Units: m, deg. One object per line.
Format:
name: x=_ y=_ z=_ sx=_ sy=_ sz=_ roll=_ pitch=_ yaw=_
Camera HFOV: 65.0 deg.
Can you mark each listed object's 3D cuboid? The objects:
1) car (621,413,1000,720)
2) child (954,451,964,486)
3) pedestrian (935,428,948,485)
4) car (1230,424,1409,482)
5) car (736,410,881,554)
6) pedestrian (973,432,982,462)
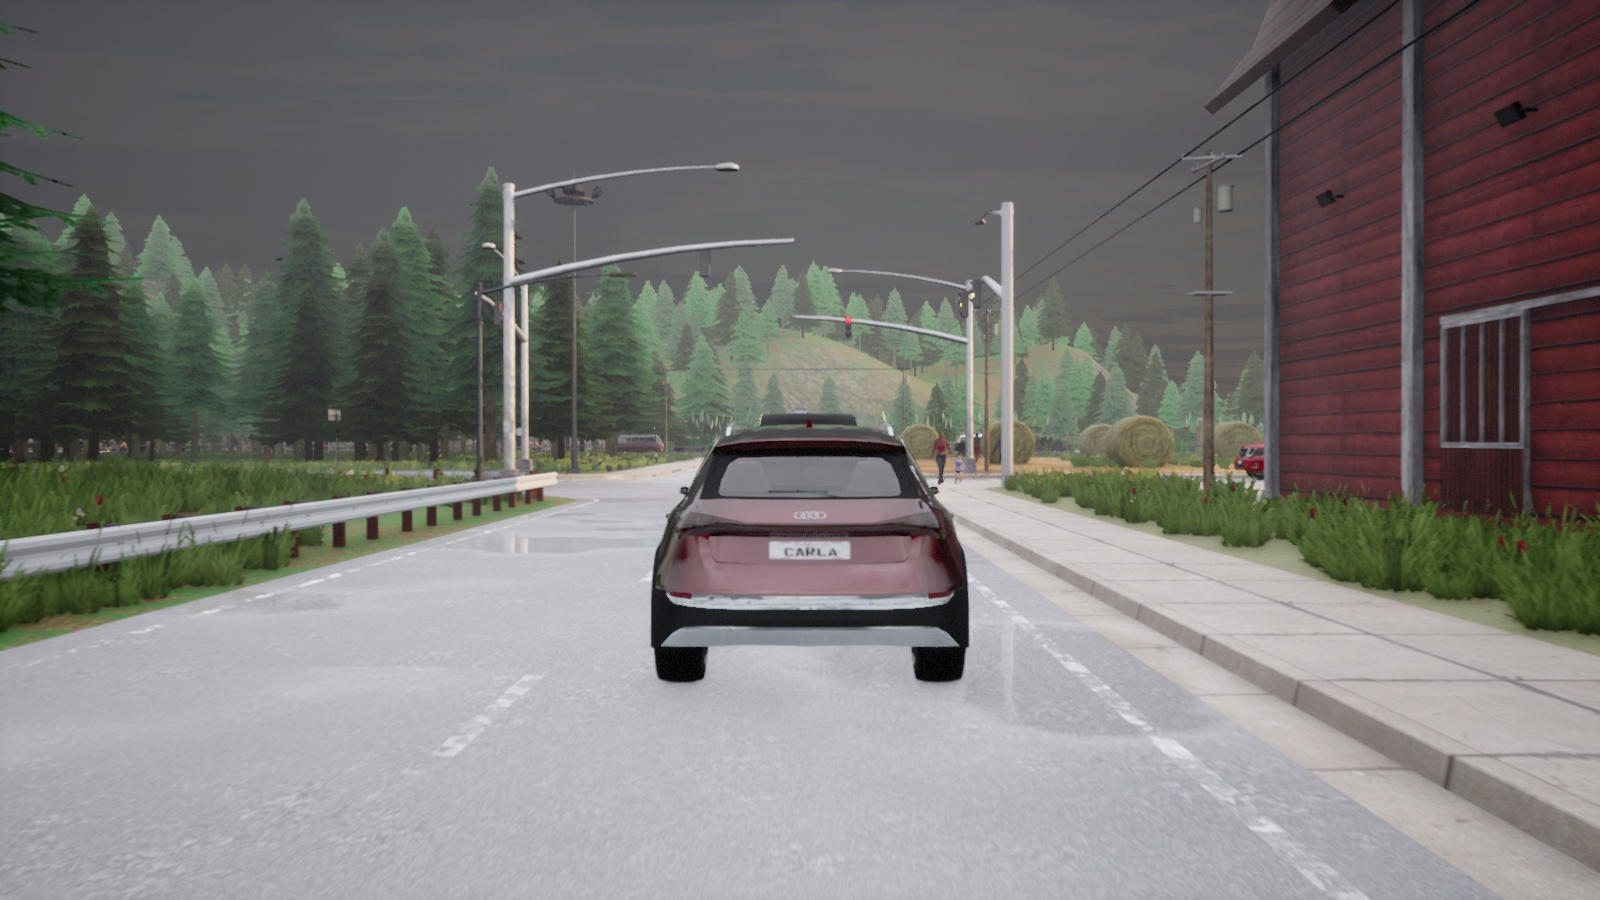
car: x=0.067 y=0.606 z=9.165 sx=2.033 sy=1.649 sz=4.856 roll=0 pitch=0 yaw=0
child: x=5.156 y=0.595 z=40.728 sx=0.255 sy=1.110 sz=0.394 roll=0 pitch=0 yaw=1
pedestrian: x=4.616 y=0.212 z=41.027 sx=0.331 sy=1.846 sz=0.636 roll=0 pitch=0 yaw=-3
car: x=18.699 y=0.103 z=45.362 sx=5.566 sy=2.045 sz=2.150 roll=0 pitch=0 yaw=-1
car: x=0.120 y=0.402 z=18.361 sx=1.905 sy=1.878 sz=3.866 roll=0 pitch=0 yaw=0
pedestrian: x=10.814 y=-0.199 z=76.537 sx=0.353 sy=1.847 sz=0.614 roll=0 pitch=0 yaw=26
